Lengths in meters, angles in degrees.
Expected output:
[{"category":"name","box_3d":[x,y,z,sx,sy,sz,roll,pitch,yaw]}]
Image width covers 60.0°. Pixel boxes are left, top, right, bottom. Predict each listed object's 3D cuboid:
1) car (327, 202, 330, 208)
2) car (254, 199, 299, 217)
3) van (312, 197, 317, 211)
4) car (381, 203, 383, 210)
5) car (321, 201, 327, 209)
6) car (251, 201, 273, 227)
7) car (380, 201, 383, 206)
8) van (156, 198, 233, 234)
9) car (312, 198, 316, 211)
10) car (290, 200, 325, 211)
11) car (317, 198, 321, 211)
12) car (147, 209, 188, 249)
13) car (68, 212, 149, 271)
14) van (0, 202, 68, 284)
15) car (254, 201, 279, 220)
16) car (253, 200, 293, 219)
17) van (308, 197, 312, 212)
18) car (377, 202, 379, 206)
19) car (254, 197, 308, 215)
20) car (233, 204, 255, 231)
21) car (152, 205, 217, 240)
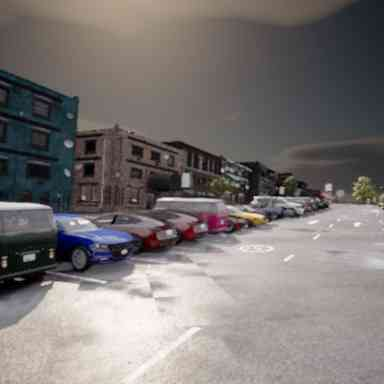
[{"category":"car","box_3d":[21.061,1.942,57.932,5.566,2.045,2.435,1,-1,28]},{"category":"car","box_3d":[7.741,1.772,33.261,4.892,1.521,2.231,1,-1,28]},{"category":"van","box_3d":[14.284,1.741,45.664,4.442,1.987,1.878,1,-1,28]},{"category":"car","box_3d":[23.131,2.004,34.652,5.366,1.575,1.946,1,-1,28]},{"category":"car","box_3d":[17.069,1.799,50.530,5.566,2.045,2.435,1,-1,28]},{"category":"car","box_3d":[2.604,1.631,23.301,5.366,1.575,1.946,1,0,28]},{"category":"car","box_3d":[32.543,2.310,51.721,5.008,1.535,2.097,1,-1,28]},{"category":"van","box_3d":[-0.313,1.344,18.507,4.442,1.987,1.878,1,0,28]},{"category":"car","box_3d":[13.050,1.929,43.141,4.892,1.521,2.231,1,-1,28]},{"category":"car","box_3d":[18.377,2.094,53.008,4.892,1.521,2.231,1,-1,28]},{"category":"car","box_3d":[15.686,1.881,48.092,4.553,1.767,2.185,1,-1,28]},{"category":"car","box_3d":[-2.893,1.540,13.526,4.792,1.488,2.163,1,0,28]},{"category":"car","box_3d":[-4.199,1.480,11.045,5.008,1.535,2.097,1,0,28]},{"category":"van","box_3d":[-5.621,1.223,8.630,4.442,1.987,1.878,1,0,28]},{"category":"car","box_3d":[3.761,1.663,25.858,5.008,1.535,2.097,1,0,28]},{"category":"car","box_3d":[6.394,1.763,30.808,4.792,1.488,2.163,1,0,28]},{"category":"van","box_3d":[11.833,1.664,40.617,4.442,1.987,1.878,1,-1,28]},{"category":"car","box_3d":[48.710,3.130,81.680,4.674,1.452,2.002,1,-1,28]},{"category":"car","box_3d":[9.102,1.559,35.720,5.566,2.045,2.435,1,-1,28]},{"category":"car","box_3d":[1.139,1.631,20.906,4.792,1.488,2.163,1,0,28]},{"category":"car","box_3d":[-1.566,1.570,15.995,4.792,1.488,2.163,1,0,28]}]
